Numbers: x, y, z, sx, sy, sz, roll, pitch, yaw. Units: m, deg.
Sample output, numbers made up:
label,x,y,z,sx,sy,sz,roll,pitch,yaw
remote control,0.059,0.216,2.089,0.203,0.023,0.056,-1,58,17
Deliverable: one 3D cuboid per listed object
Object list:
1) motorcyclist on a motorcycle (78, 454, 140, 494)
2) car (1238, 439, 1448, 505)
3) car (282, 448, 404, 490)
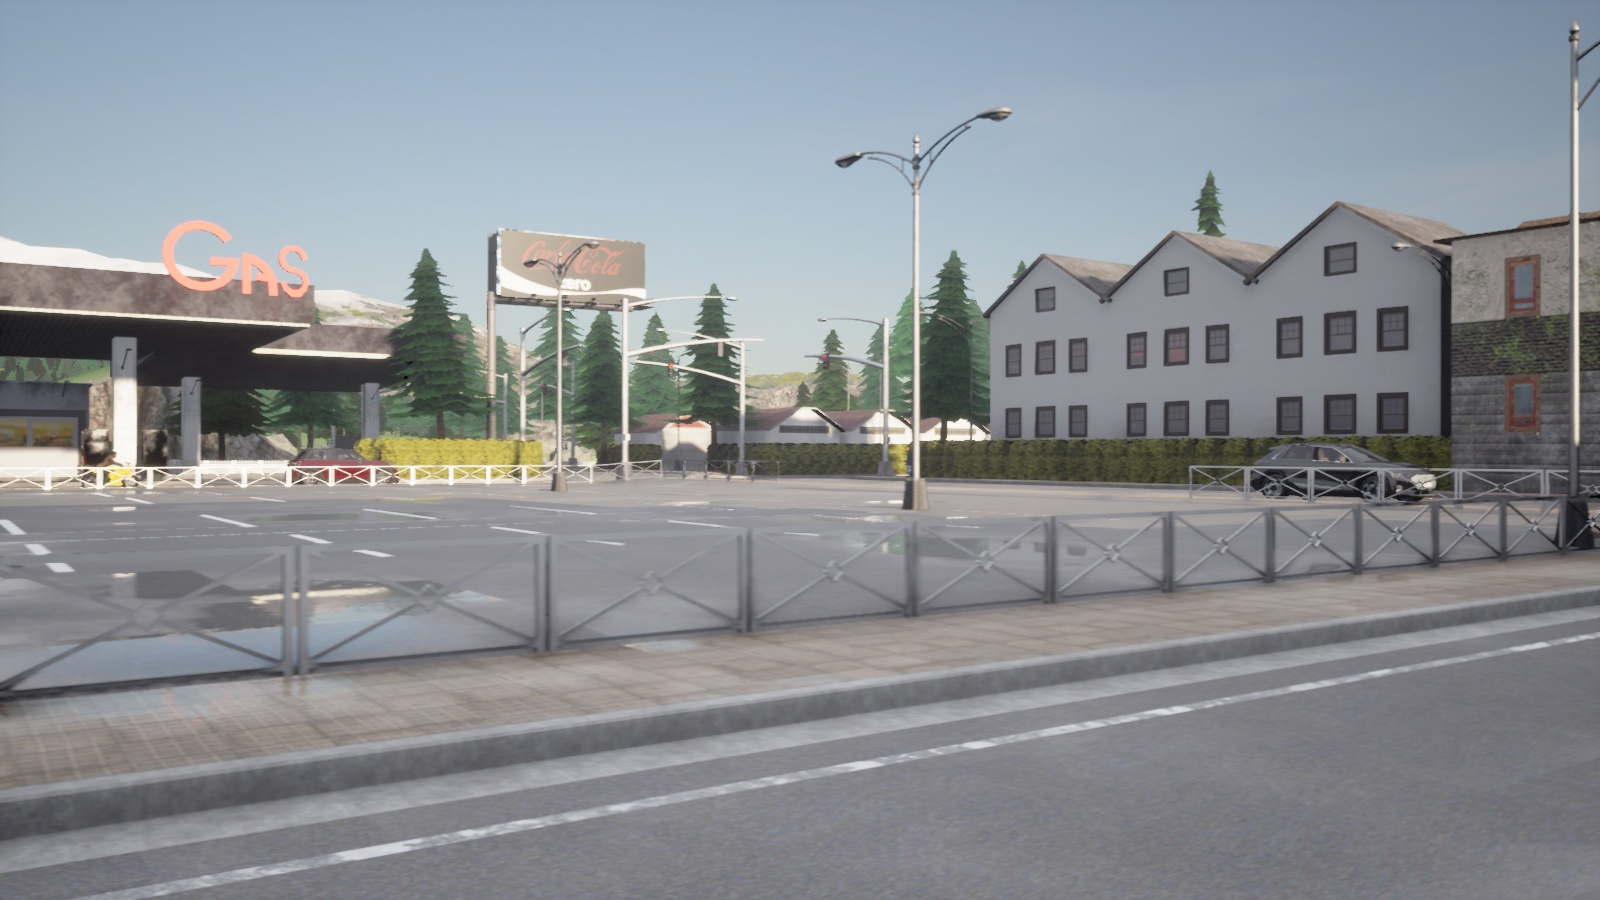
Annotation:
label,x,y,z,sx,sy,sz,roll,pitch,yaw
motorcyclist on a motorcycle,-27.006,0.920,49.108,2.044,1.523,0.797,0,0,-35
car,14.546,0.551,33.906,2.033,1.649,4.856,0,0,-35
car,-19.686,0.793,54.141,4.553,1.767,2.097,0,0,-35
